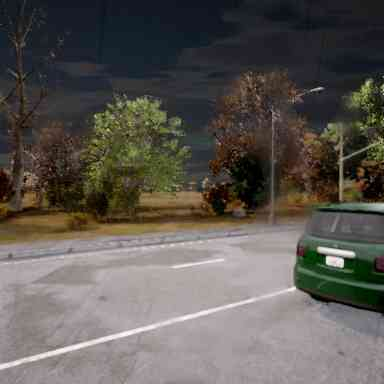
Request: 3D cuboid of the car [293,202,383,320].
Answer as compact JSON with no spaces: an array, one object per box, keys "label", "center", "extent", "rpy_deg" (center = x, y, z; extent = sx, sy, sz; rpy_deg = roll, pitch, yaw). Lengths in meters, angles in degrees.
[{"label":"car","center":[4.491,1.221,6.952],"extent":[5.566,2.045,2.150],"rpy_deg":[0,0,-36]}]
